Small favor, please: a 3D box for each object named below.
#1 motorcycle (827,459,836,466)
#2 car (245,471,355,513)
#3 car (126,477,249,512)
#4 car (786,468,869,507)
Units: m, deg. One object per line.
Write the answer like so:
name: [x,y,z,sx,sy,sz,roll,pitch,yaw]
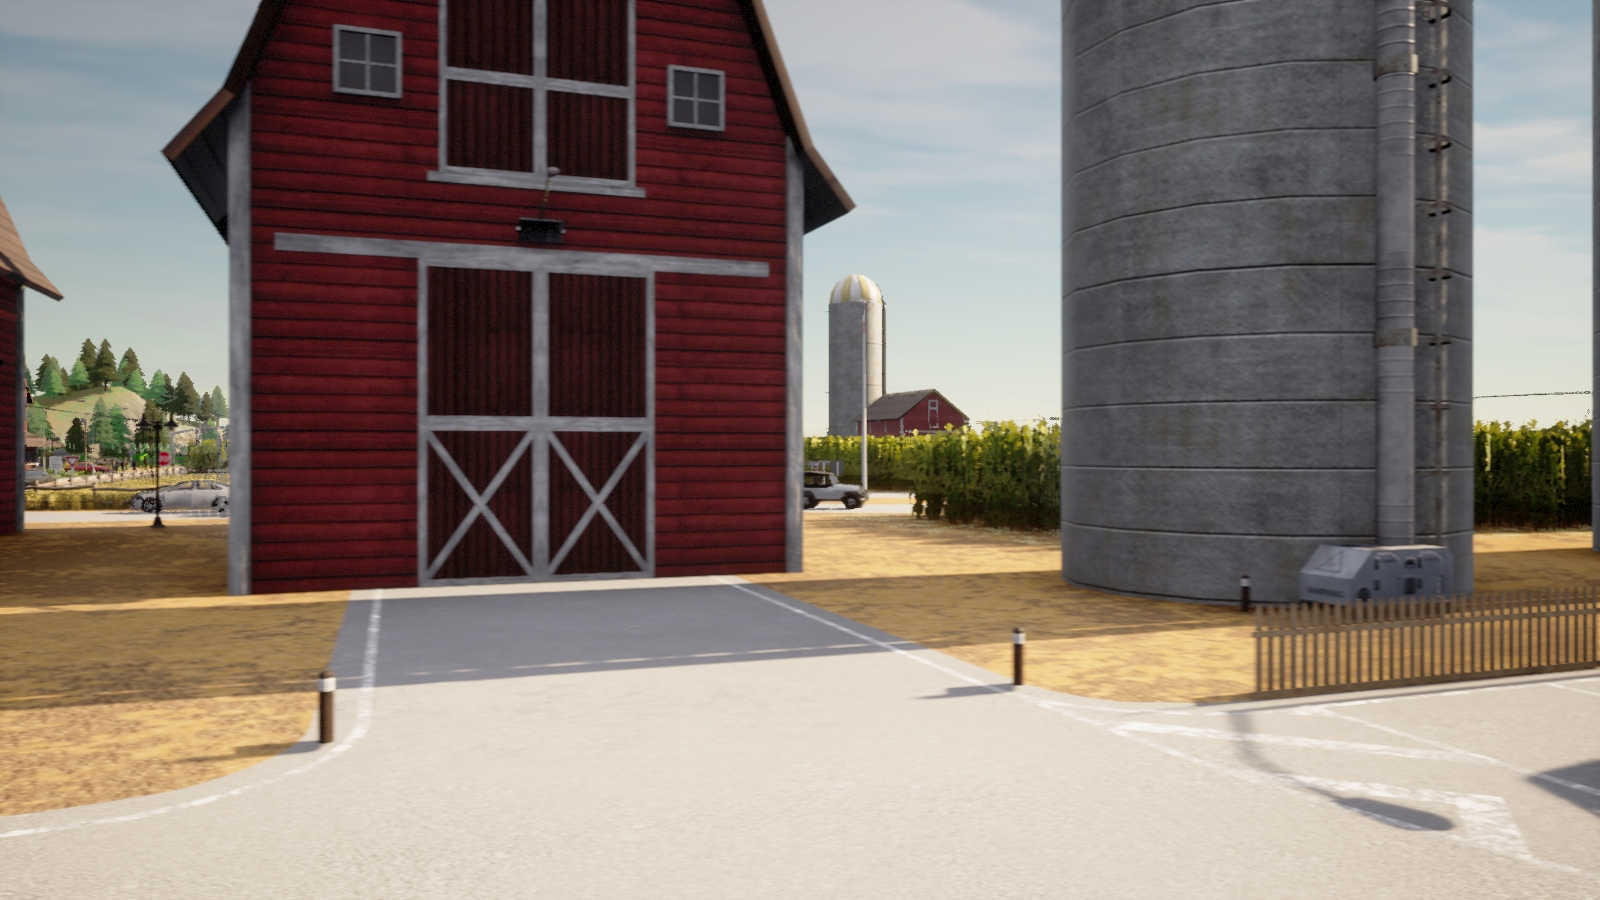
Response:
motorcycle: [5.468,2.154,199.890,0.764,1.307,2.356,0,0,-21]
car: [-22.945,1.905,52.590,4.553,1.767,2.097,0,0,-21]
car: [-28.711,2.047,53.773,4.902,1.511,2.128,0,0,-22]
car: [1.407,1.857,56.910,3.866,1.878,1.905,0,0,11]
